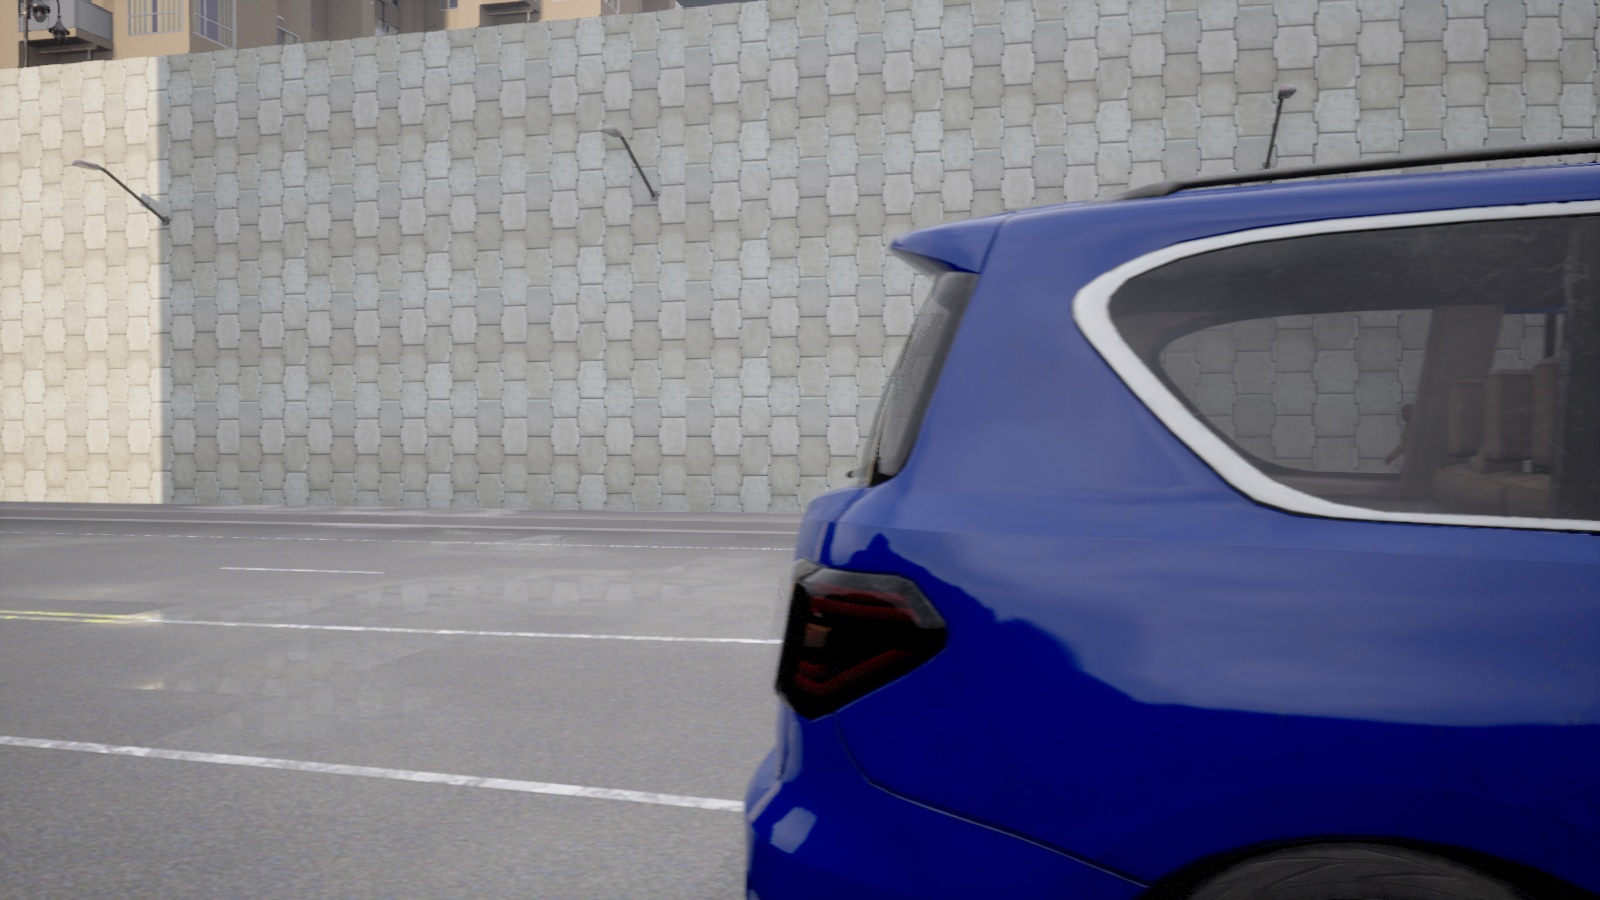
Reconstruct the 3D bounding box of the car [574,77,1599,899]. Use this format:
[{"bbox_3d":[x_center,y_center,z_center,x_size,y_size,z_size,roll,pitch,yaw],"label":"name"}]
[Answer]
[{"bbox_3d":[2.584,0.520,2.316,5.566,2.045,2.150,1,1,19],"label":"car"}]
